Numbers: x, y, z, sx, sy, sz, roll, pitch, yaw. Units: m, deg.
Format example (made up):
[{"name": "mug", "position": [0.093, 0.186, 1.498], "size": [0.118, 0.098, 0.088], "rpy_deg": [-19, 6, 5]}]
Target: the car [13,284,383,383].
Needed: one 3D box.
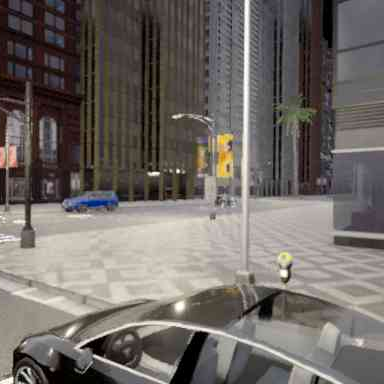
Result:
[{"name": "car", "position": [0.173, 1.557, 2.954], "size": [4.313, 1.339, 1.947], "rpy_deg": [0, 0, 36]}]

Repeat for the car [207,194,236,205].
[{"name": "car", "position": [4.626, 1.110, 51.056], "size": [2.128, 1.511, 4.902], "rpy_deg": [1, 1, 37]}]

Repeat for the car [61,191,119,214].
[{"name": "car", "position": [-9.608, 0.930, 31.847], "size": [2.150, 2.045, 5.566], "rpy_deg": [1, 1, 36]}]

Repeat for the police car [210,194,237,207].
[{"name": "police car", "position": [4.165, 1.094, 44.882], "size": [1.930, 1.638, 5.238], "rpy_deg": [1, 1, 36]}]
